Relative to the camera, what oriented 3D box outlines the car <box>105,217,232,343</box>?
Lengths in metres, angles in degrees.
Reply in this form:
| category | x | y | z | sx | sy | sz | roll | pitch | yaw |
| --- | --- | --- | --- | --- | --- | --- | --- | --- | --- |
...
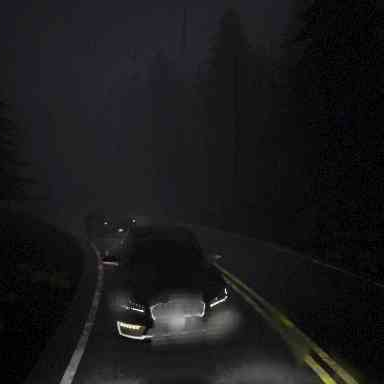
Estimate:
| category | x | y | z | sx | sy | sz | roll | pitch | yaw |
| --- | --- | --- | --- | --- | --- | --- | --- | --- | --- |
| car | -0.648 | 1.495 | 6.830 | 1.837 | 1.490 | 4.892 | -1 | 0 | -11 |

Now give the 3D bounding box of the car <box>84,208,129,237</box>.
| category | x | y | z | sx | sy | sz | roll | pitch | yaw |
| --- | --- | --- | --- | --- | --- | --- | --- | --- | --- |
| car | -4.643 | 1.613 | 18.564 | 1.895 | 1.301 | 4.718 | -3 | 1 | -29 |
